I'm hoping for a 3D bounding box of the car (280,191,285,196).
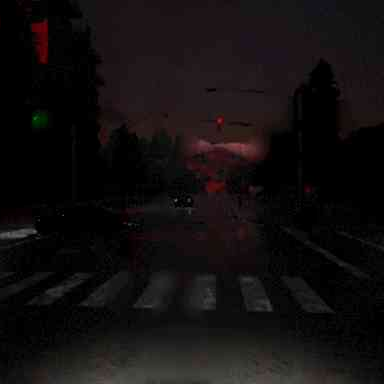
[{"bbox_3d":[23.830,0.487,90.080,1.970,1.475,3.806,0,1,5],"label":"car"}]

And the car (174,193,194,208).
[{"bbox_3d":[-0.953,0.963,41.176,2.097,1.767,4.553,0,1,5],"label":"car"}]

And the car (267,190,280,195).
[{"bbox_3d":[20.168,0.550,82.971,1.845,1.501,3.633,0,1,5],"label":"car"}]

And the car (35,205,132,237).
[{"bbox_3d":[-5.329,1.382,16.482,4.674,1.442,1.812,0,1,7],"label":"car"}]
